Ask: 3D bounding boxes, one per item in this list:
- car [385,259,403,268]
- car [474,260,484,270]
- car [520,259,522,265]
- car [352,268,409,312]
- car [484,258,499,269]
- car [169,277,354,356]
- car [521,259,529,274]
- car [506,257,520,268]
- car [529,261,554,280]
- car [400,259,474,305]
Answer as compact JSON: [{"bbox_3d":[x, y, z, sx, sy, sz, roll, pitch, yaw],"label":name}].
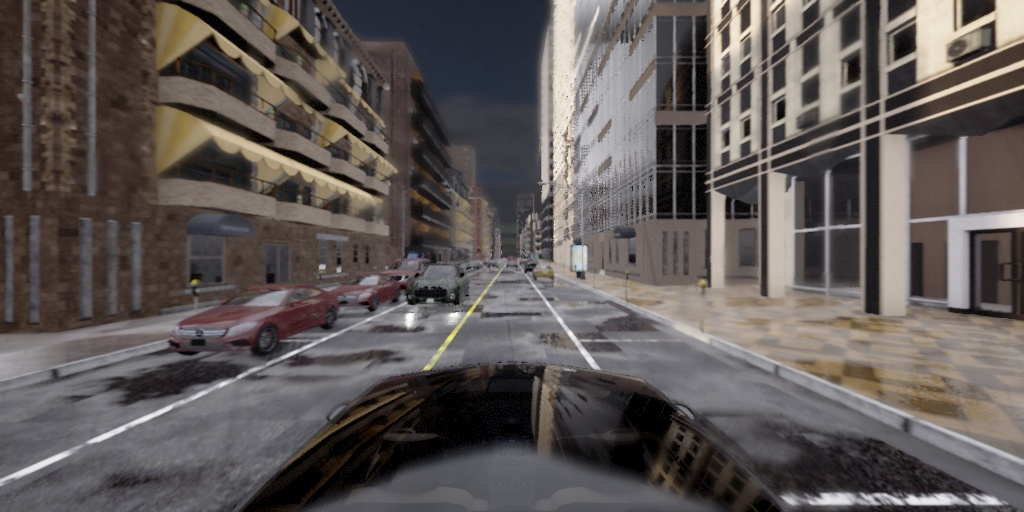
[{"bbox_3d":[-5.695,1.070,19.893,2.192,1.841,5.009,0,0,0],"label":"car"},{"bbox_3d":[-5.702,1.339,53.784,1.948,1.339,4.313,0,0,0],"label":"car"},{"bbox_3d":[2.679,1.340,53.786,1.948,1.339,4.313,0,0,0],"label":"car"},{"bbox_3d":[-5.693,1.335,14.244,1.802,1.307,4.207,0,0,0],"label":"car"},{"bbox_3d":[-3.062,1.324,57.305,2.033,1.411,5.357,0,0,1],"label":"car"},{"bbox_3d":[-5.692,1.333,8.595,1.802,1.307,4.207,0,0,0],"label":"car"},{"bbox_3d":[2.346,1.270,41.999,1.837,1.490,4.892,0,0,0],"label":"car"},{"bbox_3d":[-0.012,1.345,61.730,1.994,1.385,4.181,0,0,0],"label":"car"},{"bbox_3d":[2.684,1.286,31.362,1.751,1.417,4.829,0,0,0],"label":"car"},{"bbox_3d":[-3.103,1.106,15.872,2.097,1.767,4.553,0,0,0],"label":"car"}]
